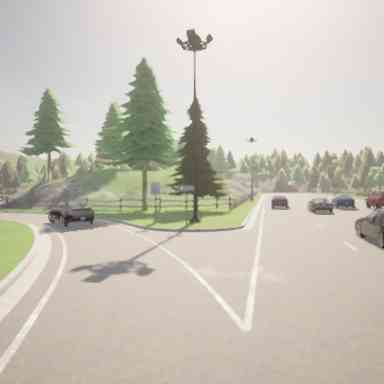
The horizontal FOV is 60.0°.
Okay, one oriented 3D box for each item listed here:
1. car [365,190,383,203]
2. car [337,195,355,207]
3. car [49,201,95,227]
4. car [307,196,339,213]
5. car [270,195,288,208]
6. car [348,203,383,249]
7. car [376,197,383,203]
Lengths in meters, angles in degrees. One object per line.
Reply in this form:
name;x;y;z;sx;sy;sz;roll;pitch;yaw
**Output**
car;20.196;0.839;35.253;2.150;2.045;5.566;0;0;13
car;17.300;1.088;38.346;1.882;1.535;5.008;0;0;13
car;-7.933;1.371;21.729;2.128;1.511;4.902;-1;1;-37
car;12.349;1.232;32.212;2.033;1.411;5.357;0;0;13
car;10.468;1.115;39.865;1.882;1.535;5.008;0;0;13
car;8.166;1.398;13.464;2.033;1.411;5.357;0;0;13
car;13.222;1.264;20.044;2.128;1.511;4.902;0;0;13
